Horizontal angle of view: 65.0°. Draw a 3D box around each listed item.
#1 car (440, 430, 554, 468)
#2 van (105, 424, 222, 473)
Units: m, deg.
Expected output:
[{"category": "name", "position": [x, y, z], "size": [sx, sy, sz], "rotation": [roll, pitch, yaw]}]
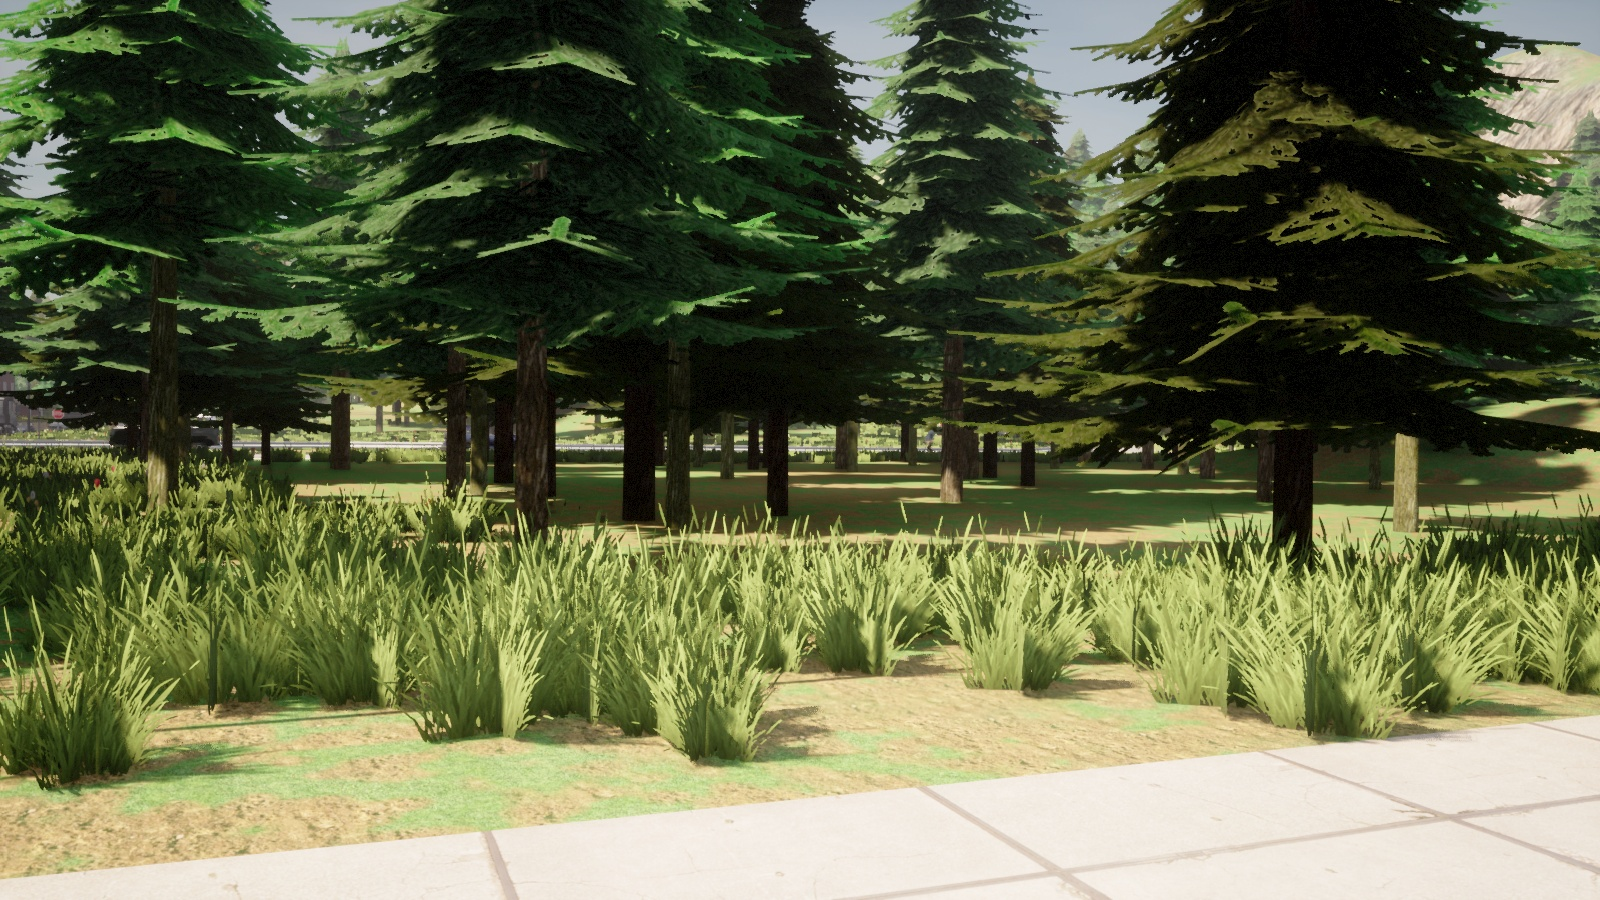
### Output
[{"category": "car", "position": [-14.124, -0.063, 58.502], "size": [4.856, 1.649, 2.033], "rotation": [-1, 1, -24]}, {"category": "van", "position": [-28.315, -0.082, 56.030], "size": [4.480, 2.038, 2.069], "rotation": [-2, 1, -24]}]
